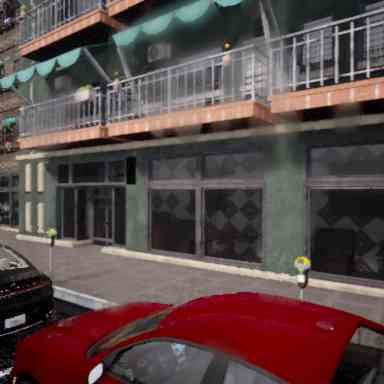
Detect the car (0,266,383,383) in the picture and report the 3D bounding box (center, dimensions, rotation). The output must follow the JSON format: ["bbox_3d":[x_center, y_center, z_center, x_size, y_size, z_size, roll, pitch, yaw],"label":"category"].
[{"bbox_3d":[0.291,1.546,2.661,4.507,1.381,1.887,0,0,36],"label":"car"}]

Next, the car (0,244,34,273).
[{"bbox_3d":[-4.216,1.559,5.876,4.403,1.369,2.008,0,0,35],"label":"car"}]
